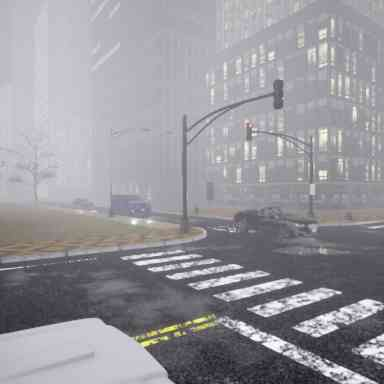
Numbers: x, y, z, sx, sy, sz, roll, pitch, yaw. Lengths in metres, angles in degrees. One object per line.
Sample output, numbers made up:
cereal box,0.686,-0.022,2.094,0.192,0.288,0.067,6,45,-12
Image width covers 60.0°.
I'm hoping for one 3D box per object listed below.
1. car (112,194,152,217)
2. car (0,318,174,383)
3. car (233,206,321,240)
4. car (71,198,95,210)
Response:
car,-5.920,1.227,31.570,2.150,2.045,5.566,0,0,-36
car,-2.297,1.601,1.805,4.718,1.301,1.895,0,0,-36
car,4.187,1.498,17.156,2.128,1.511,4.902,0,0,-34
car,-14.262,1.480,43.428,1.882,1.535,5.008,0,0,-35
